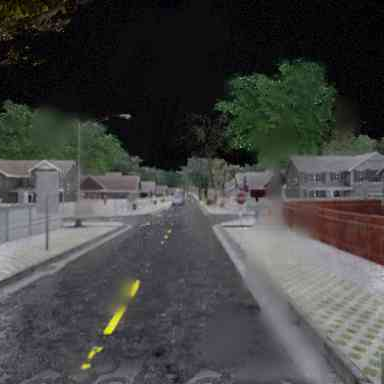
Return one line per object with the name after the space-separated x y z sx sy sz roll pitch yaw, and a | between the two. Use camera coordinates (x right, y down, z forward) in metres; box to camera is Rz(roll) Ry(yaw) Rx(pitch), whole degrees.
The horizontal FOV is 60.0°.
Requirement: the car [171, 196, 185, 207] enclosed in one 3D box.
-2.778 1.956 61.929 1.882 1.535 5.008 0 0 1 | car

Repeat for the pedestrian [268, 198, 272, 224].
5.511 1.321 23.501 0.375 1.860 0.375 0 0 0 | pedestrian

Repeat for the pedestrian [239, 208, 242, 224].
3.511 1.713 24.099 0.500 1.100 0.500 0 0 0 | pedestrian

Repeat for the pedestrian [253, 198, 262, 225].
4.511 1.322 22.901 0.375 1.860 0.375 0 0 0 | pedestrian
